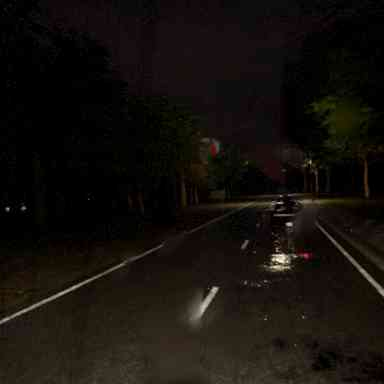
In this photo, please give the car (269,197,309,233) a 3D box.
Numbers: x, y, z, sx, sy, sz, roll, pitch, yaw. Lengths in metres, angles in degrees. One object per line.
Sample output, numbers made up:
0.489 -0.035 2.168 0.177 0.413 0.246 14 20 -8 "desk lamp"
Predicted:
5.211 1.274 17.936 2.128 1.511 4.902 -2 0 15 "car"
